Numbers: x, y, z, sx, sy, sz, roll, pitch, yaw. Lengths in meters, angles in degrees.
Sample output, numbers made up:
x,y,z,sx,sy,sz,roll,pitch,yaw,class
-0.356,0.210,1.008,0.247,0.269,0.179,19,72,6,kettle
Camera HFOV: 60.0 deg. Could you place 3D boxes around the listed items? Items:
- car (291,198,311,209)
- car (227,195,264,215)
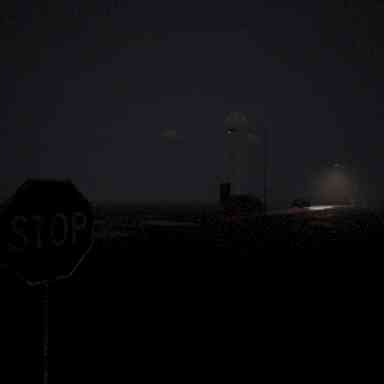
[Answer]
x,y,z,sx,sy,sz,roll,pitch,yaw,class
16.557,1.695,50.551,2.128,1.511,4.902,1,0,36,car
5.775,1.322,35.471,2.150,2.045,5.566,1,0,36,car
